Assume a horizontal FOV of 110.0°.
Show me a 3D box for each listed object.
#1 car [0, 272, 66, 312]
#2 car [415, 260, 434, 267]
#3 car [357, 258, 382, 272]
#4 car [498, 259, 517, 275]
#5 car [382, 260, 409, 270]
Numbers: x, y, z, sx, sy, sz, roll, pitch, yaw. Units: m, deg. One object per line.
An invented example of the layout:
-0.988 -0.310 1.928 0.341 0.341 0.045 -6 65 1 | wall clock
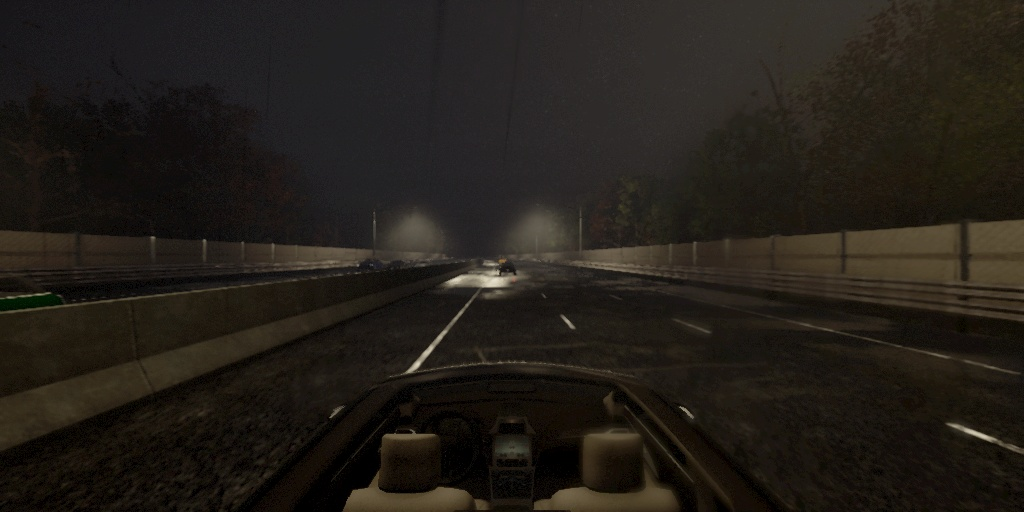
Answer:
-10.594 1.074 5.780 2.097 1.767 4.553 0 0 0 | car
-11.306 1.311 46.636 1.812 1.442 4.674 0 0 -1 | car
-18.306 1.111 46.493 2.097 1.767 4.553 0 0 -1 | car
-0.501 1.340 40.198 1.812 1.442 4.674 0 0 -1 | car
-14.805 1.277 46.507 1.837 1.490 4.892 0 0 -1 | car
